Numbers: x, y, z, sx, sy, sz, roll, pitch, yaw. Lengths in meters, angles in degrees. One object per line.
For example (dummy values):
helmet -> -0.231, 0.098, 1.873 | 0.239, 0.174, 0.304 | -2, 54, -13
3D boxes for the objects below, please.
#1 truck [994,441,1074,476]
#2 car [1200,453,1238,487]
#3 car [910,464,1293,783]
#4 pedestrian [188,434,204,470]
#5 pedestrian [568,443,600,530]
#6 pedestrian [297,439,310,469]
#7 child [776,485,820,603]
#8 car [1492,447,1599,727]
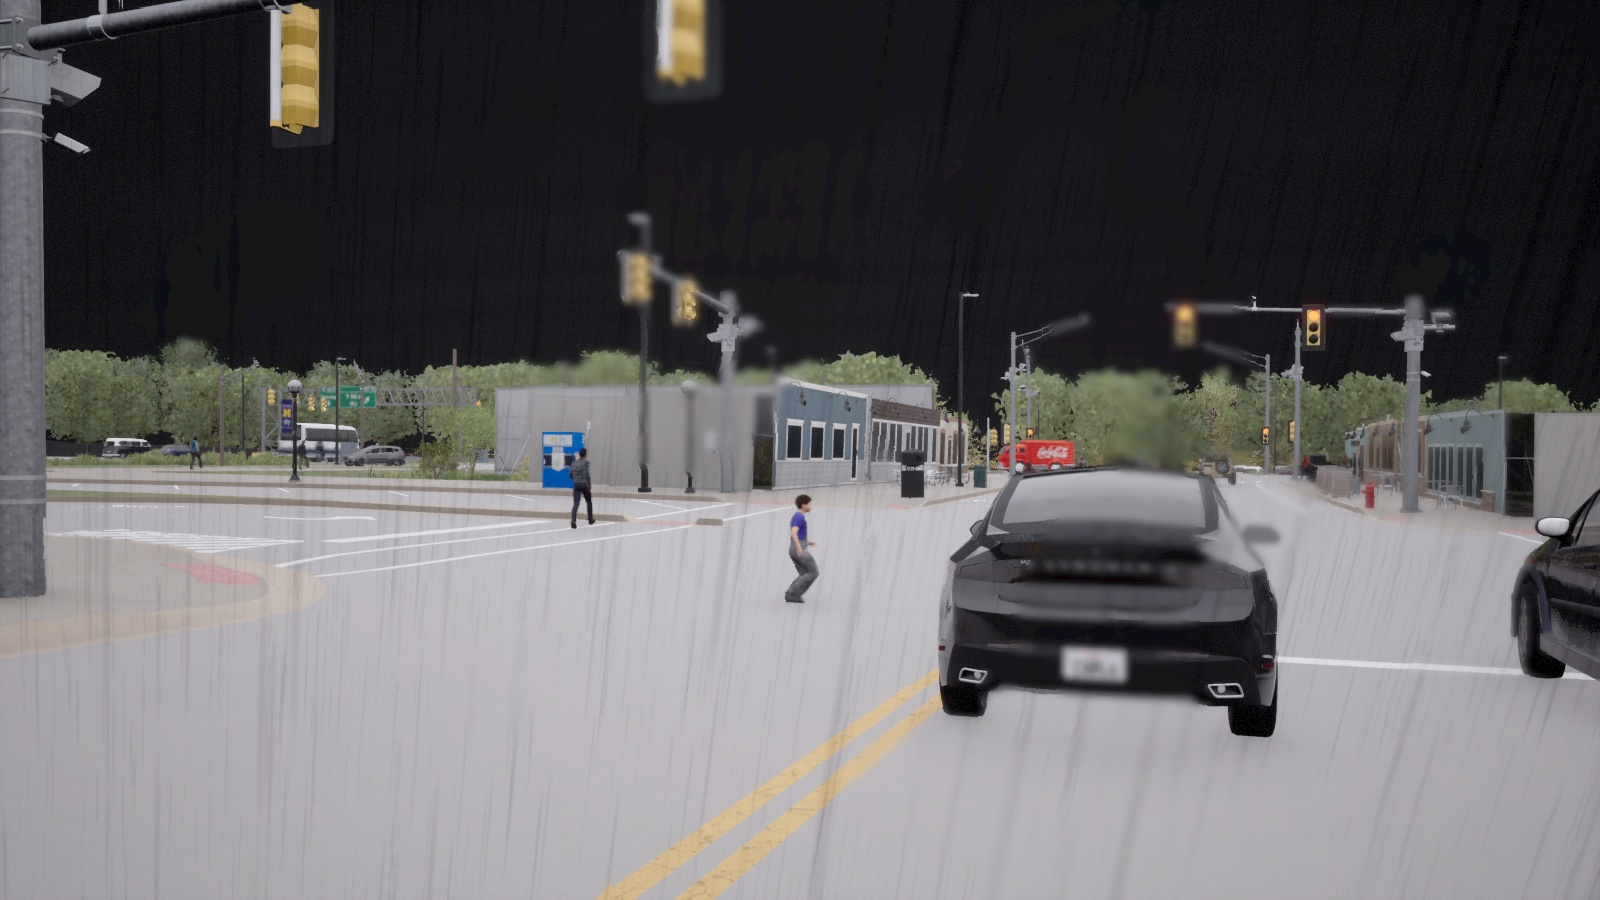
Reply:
truck -> 17.064, 0.575, 91.675 | 5.204, 2.467, 2.627 | 0, 1, -5
car -> 23.680, 1.096, 71.104 | 1.932, 1.855, 4.605 | 1, 0, 17
car -> 2.155, 0.886, 8.577 | 1.837, 1.490, 4.892 | 1, -1, 17
pedestrian -> -32.877, 0.094, 68.351 | 0.396, 1.930, 0.692 | 1, 1, 17
pedestrian -> -4.910, 0.816, 28.550 | 0.423, 1.949, 0.788 | 1, 1, 16
pedestrian -> -30.170, 0.237, 76.320 | 0.402, 1.842, 0.726 | 1, 1, 17
child -> -0.026, 1.021, 13.759 | 0.437, 1.263, 0.270 | 0, 1, -9
car -> 5.806, 0.822, 7.885 | 1.851, 1.617, 3.988 | 1, -1, 18
